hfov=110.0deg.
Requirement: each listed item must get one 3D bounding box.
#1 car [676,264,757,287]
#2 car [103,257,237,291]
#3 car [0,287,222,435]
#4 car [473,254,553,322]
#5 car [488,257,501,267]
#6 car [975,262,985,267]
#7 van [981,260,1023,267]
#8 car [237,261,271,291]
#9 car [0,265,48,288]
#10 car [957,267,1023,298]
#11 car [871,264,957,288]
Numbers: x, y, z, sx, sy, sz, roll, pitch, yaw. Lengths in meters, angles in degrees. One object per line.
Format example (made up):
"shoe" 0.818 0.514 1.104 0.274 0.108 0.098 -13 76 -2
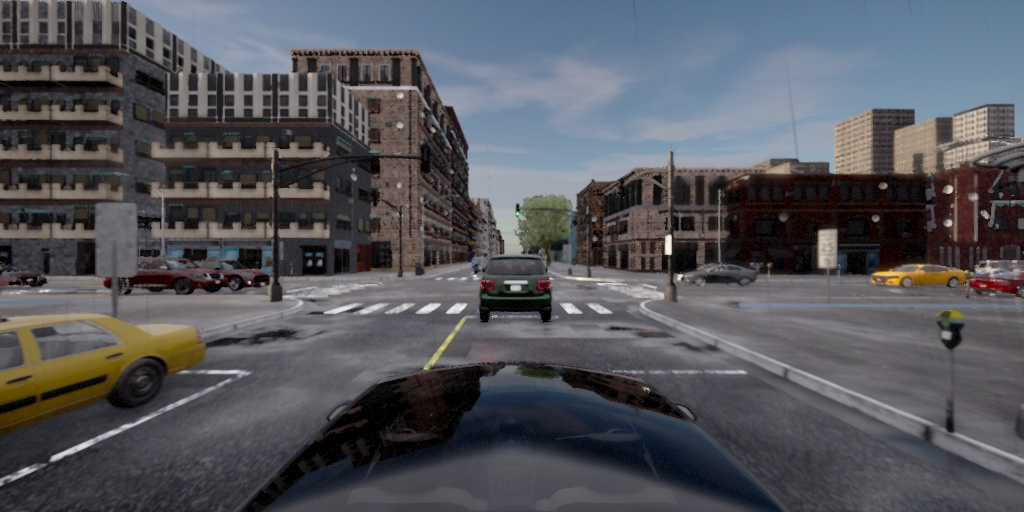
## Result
"car" 13.628 1.269 23.983 4.902 1.511 2.128 0 0 0
"car" -17.274 0.984 17.972 5.009 1.841 2.192 0 0 0
"car" -5.691 1.272 3.570 1.751 1.417 4.829 0 0 0
"car" 0.104 0.952 12.380 2.150 2.045 5.566 0 0 0
"car" -3.024 1.058 64.391 2.097 1.767 4.553 0 0 1
"car" 31.445 1.379 26.690 4.829 1.417 1.751 0 0 0
"van" 37.141 1.222 26.730 3.998 1.789 1.690 0 0 0
"car" -16.471 1.019 20.533 4.553 1.767 2.097 0 0 1
"car" -29.561 1.192 20.476 4.181 1.385 1.994 0 0 0
"car" 26.150 1.390 18.221 4.507 1.381 1.888 0 0 0
"car" 27.110 1.316 24.066 5.008 1.535 1.882 0 0 0
